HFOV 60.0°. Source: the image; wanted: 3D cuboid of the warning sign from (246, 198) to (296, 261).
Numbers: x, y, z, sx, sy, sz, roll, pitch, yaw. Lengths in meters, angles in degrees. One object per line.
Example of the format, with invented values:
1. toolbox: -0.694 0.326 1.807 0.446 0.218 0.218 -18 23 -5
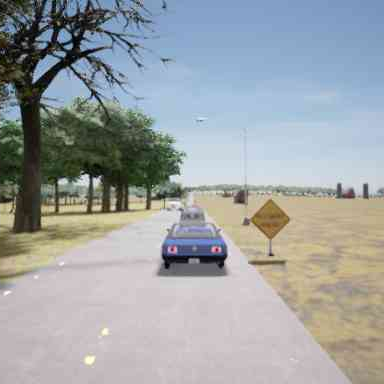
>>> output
1. warning sign: 2.447 1.131 10.412 1.300 1.860 1.060 0 -1 0

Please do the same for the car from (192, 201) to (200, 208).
1. car: 0.971 3.382 90.388 2.097 1.767 4.553 0 -2 0

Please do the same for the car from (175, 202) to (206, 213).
1. car: 0.050 1.726 24.925 2.033 1.411 5.357 0 -1 1

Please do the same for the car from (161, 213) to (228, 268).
1. car: 0.055 1.625 11.350 1.895 1.301 4.718 0 0 0

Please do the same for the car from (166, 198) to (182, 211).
1. car: -2.813 1.992 52.820 2.150 2.045 5.566 0 -2 0
